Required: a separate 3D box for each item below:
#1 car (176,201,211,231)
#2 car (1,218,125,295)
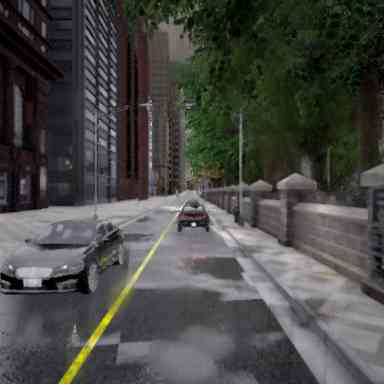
[{"bbox_3d":[0.098,1.527,20.520,1.837,1.490,4.892,0,0,0],"label":"car"},{"bbox_3d":[-3.082,1.499,8.900,2.128,1.511,4.902,0,0,0],"label":"car"}]
